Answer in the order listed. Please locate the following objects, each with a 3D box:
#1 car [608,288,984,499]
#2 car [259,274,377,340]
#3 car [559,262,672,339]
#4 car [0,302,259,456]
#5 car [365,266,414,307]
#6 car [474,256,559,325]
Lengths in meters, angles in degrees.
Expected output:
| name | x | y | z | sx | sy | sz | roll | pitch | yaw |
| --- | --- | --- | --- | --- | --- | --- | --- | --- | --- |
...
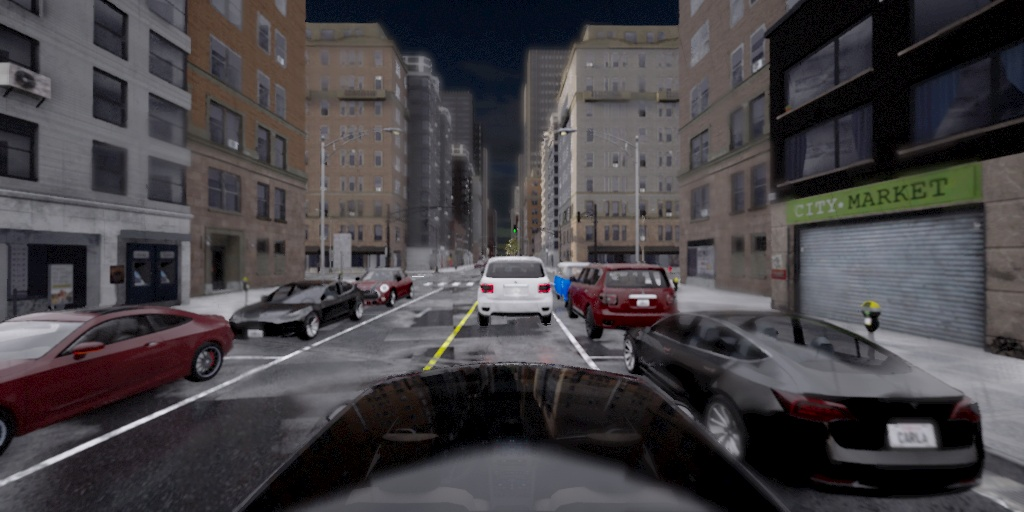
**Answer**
| name | x | y | z | sx | sy | sz | roll | pitch | yaw |
| --- | --- | --- | --- | --- | --- | --- | --- | --- | --- |
| car | 2.849 | 1.331 | 4.634 | 1.948 | 1.339 | 4.313 | 0 | 0 | 0 |
| car | -5.690 | 1.362 | 10.131 | 1.948 | 1.339 | 4.313 | 0 | 0 | 0 |
| car | 2.836 | 1.110 | 10.158 | 2.192 | 1.841 | 5.009 | 0 | 0 | 0 |
| car | -5.676 | 1.348 | 4.606 | 1.802 | 1.307 | 4.207 | 0 | 0 | 0 |
| car | -5.704 | 1.266 | 15.656 | 1.967 | 1.591 | 4.097 | 0 | 0 | 0 |
| car | 0.077 | 1.032 | 12.259 | 2.150 | 2.045 | 5.566 | 0 | 0 | -1 |
